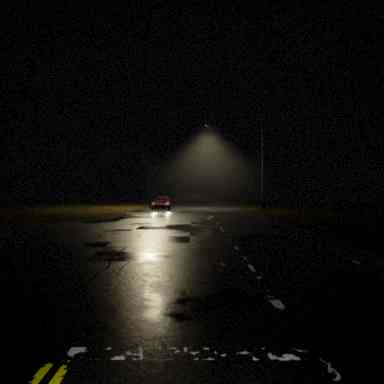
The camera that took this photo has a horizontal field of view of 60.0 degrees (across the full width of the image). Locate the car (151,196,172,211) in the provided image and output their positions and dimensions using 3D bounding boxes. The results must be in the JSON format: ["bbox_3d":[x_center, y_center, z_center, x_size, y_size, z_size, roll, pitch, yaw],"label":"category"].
[{"bbox_3d":[-3.512,1.268,38.555,2.097,1.767,4.553,0,0,0],"label":"car"}]
